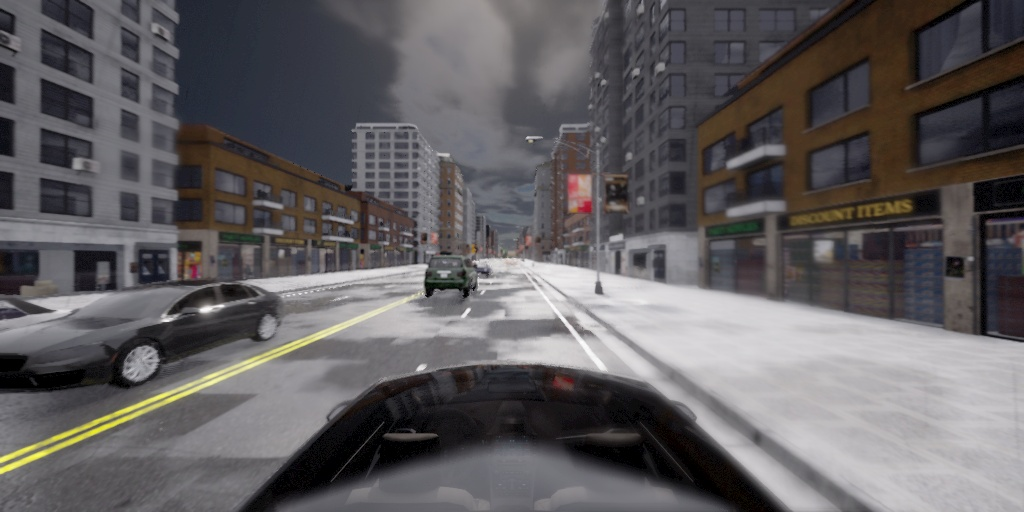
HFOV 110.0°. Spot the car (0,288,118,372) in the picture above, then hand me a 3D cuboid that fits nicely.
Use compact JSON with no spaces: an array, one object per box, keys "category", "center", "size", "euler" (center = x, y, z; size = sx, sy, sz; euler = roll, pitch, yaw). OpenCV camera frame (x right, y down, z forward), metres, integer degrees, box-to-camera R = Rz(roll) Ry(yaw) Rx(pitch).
[{"category":"car","center":[-9.849,1.358,5.730],"size":[1.895,1.301,4.718],"euler":[0,0,0]}]

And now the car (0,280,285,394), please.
[{"category":"car","center":[-6.598,1.264,6.985],"size":[1.837,1.490,4.892],"euler":[0,0,0]}]

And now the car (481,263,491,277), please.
[{"category":"car","center":[-3.139,1.409,36.850],"size":[1.895,1.301,4.718],"euler":[0,0,0]}]

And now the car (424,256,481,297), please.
[{"category":"car","center":[-3.146,1.000,19.271],"size":[2.150,2.045,5.566],"euler":[0,0,0]}]

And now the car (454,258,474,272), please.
[{"category":"car","center":[-6.559,1.181,49.588],"size":[2.097,1.767,4.553],"euler":[0,0,0]}]
